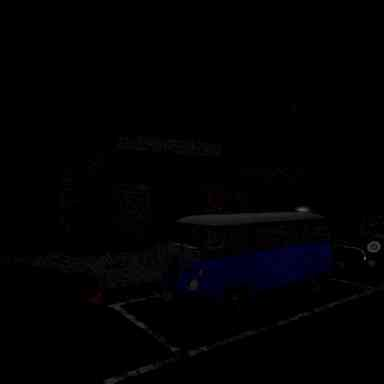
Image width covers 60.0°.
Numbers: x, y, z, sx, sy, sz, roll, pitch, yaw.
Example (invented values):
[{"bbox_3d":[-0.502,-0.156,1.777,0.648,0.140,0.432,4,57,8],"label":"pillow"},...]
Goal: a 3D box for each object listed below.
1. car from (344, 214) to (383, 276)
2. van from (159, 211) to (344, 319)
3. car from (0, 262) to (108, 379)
[{"bbox_3d":[5.692,1.440,10.240,4.097,1.590,1.967,0,0,-35],"label":"car"},{"bbox_3d":[1.283,1.341,7.100,3.998,1.788,1.690,0,0,-35],"label":"van"},{"bbox_3d":[-3.126,1.582,3.960,4.206,1.307,1.802,0,0,-35],"label":"car"}]
